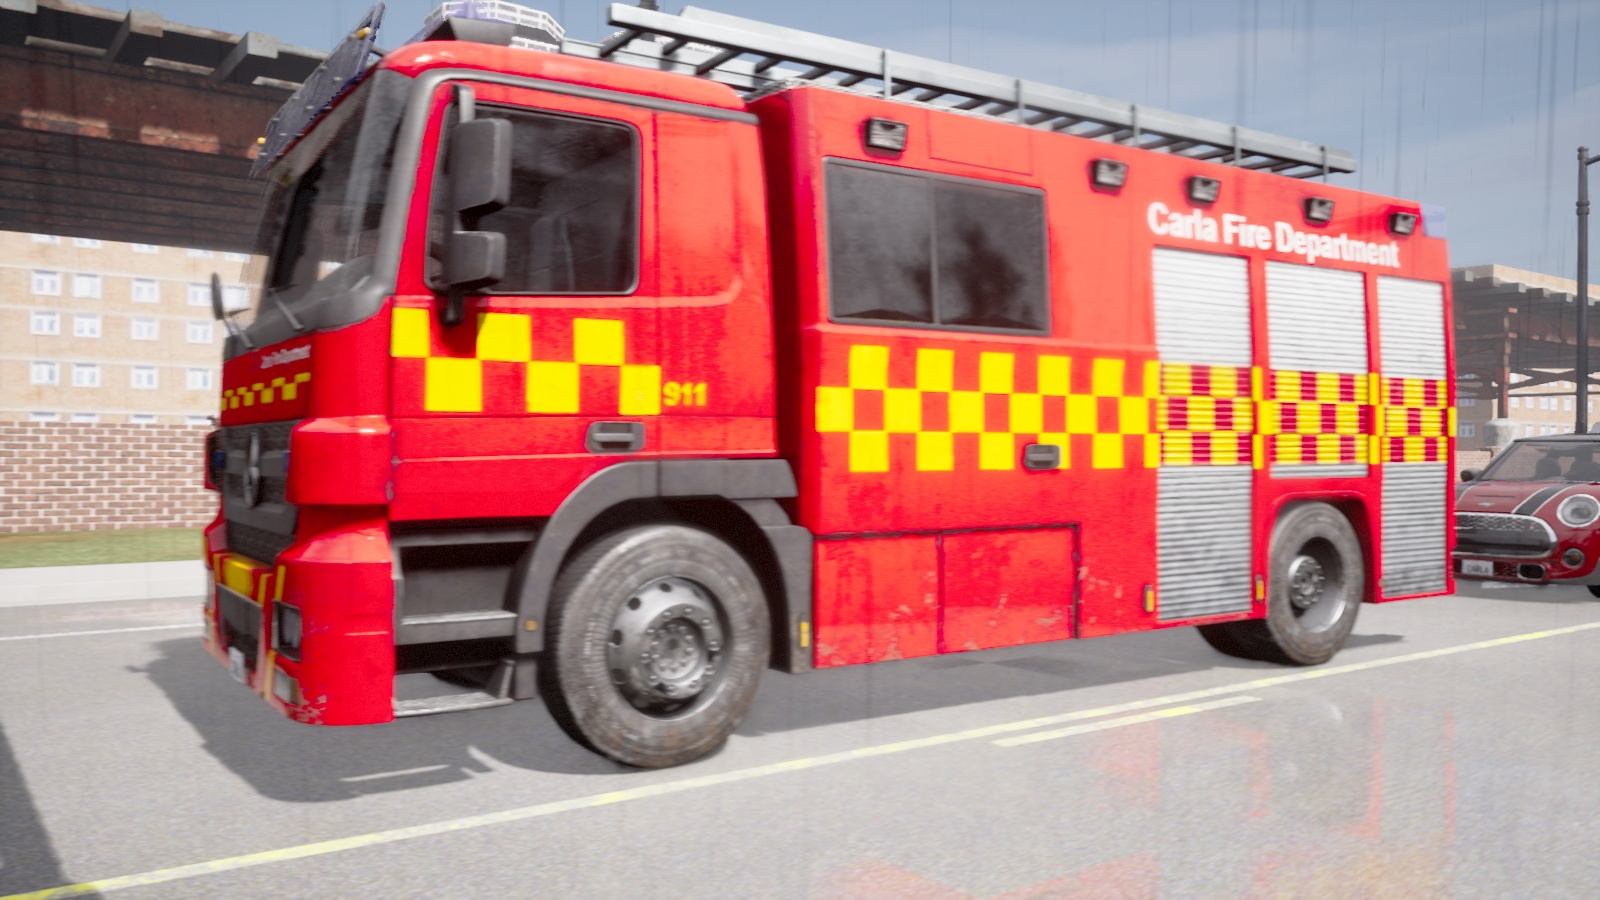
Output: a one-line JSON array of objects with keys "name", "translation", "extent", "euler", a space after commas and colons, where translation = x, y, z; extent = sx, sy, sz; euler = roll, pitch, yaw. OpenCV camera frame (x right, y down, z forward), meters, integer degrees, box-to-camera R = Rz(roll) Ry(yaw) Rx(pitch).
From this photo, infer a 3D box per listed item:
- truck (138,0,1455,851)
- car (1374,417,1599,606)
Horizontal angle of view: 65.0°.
[{"name": "truck", "translation": [0.566, -0.414, 8.283], "extent": [8.468, 3.827, 2.891], "euler": [0, 0, -33]}, {"name": "car", "translation": [8.638, 0.566, 13.936], "extent": [4.553, 1.767, 2.097], "euler": [0, 0, -35]}]
